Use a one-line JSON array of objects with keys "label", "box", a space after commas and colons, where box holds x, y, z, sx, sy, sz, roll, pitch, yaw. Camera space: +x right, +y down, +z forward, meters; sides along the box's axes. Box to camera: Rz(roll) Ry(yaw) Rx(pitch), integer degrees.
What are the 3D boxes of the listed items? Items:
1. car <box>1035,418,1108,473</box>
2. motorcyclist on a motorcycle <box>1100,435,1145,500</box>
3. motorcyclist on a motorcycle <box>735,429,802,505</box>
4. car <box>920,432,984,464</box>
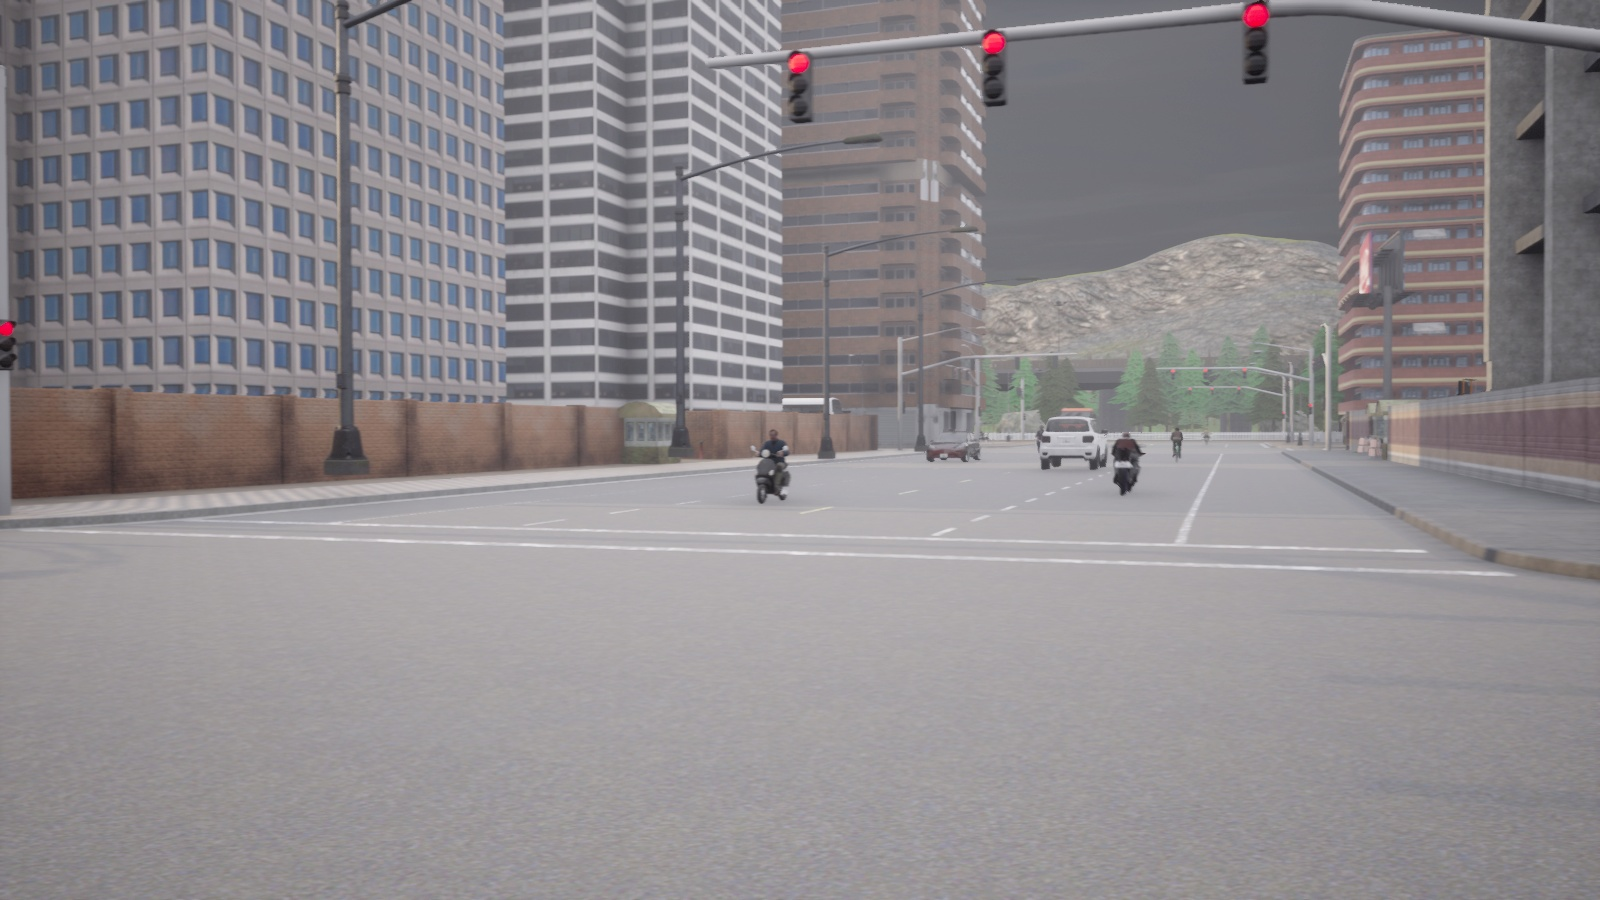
[{"label": "car", "box": [10.858, -0.213, 49.941, 2.150, 2.045, 5.566, 1, 1, 19]}, {"label": "motorcyclist on a motorcycle", "box": [7.893, 0.400, 30.665, 0.866, 1.530, 2.191, 1, 1, 19]}, {"label": "motorcyclist on a motorcycle", "box": [-0.660, 0.339, 27.354, 0.866, 1.590, 1.817, 1, 1, 19]}, {"label": "car", "box": [7.485, -0.131, 61.520, 2.163, 1.488, 4.792, 1, 1, 19]}]
